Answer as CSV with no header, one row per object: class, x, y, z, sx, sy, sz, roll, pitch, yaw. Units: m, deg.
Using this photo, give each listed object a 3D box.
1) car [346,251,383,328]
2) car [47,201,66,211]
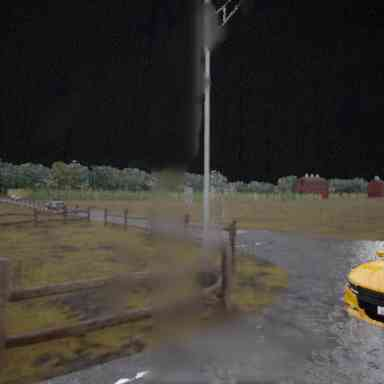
car,4.976,1.626,6.462,5.008,1.535,1.882,2,-1,-35
car,-19.942,1.994,49.012,2.033,1.411,5.357,0,0,-35
